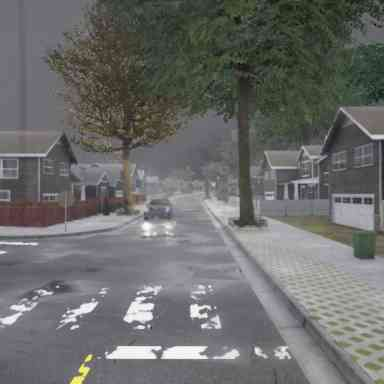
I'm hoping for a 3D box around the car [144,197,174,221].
[{"bbox_3d":[-2.619,1.324,26.970,2.097,1.767,4.553,0,0,0],"label":"car"}]
